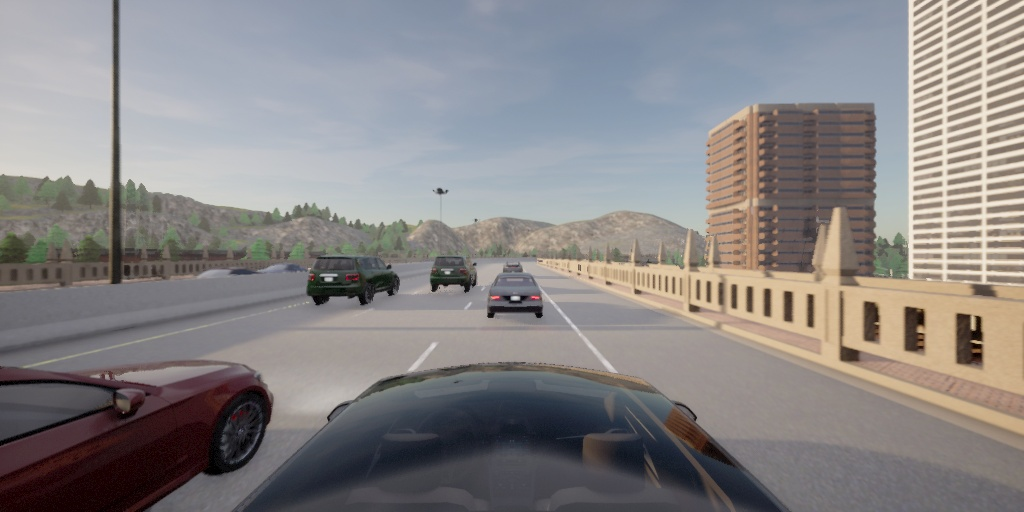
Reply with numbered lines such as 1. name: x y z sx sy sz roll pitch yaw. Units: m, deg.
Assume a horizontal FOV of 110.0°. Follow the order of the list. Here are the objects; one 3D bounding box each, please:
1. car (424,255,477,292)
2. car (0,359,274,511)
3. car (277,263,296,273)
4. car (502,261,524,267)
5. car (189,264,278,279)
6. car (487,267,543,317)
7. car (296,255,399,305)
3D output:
1. car: -3.406 0.971 21.650 2.150 2.045 5.566 0 0 0
2. car: -3.415 1.276 1.817 1.812 1.442 4.674 0 0 0
3. car: -17.587 1.275 27.473 1.812 1.442 4.674 0 0 0
4. car: 0.090 1.240 34.594 2.128 1.511 4.902 0 0 0
5. car: -14.089 1.276 17.612 1.812 1.442 4.674 0 0 0
6. car: 0.097 1.297 13.121 2.033 1.411 5.357 0 0 0
7. car: -6.904 0.971 16.199 2.150 2.045 5.566 0 0 0
